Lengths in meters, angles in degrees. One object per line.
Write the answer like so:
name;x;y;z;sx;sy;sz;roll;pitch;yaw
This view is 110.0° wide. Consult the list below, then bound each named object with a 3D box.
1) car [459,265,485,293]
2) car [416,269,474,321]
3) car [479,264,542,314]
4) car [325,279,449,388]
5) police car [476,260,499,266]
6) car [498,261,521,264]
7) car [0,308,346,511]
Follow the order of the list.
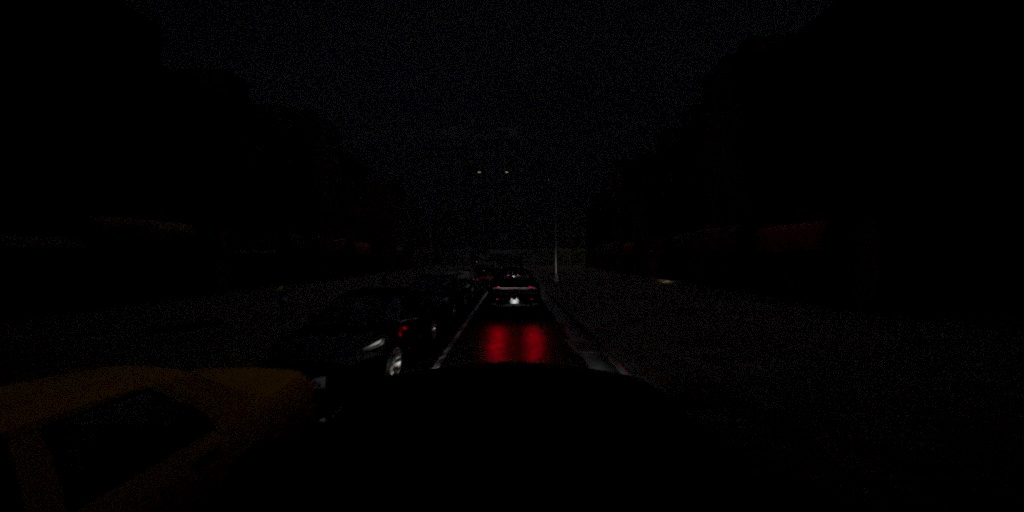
car;-2.632;1.305;17.857;2.007;1.370;4.403;0;0;0
car;-2.634;1.318;12.405;1.948;1.339;4.313;0;0;0
car;0.090;1.244;13.852;2.128;1.511;4.902;0;0;0
car;-2.636;1.317;6.953;1.948;1.339;4.313;0;0;0
police car;-2.739;1.185;37.319;1.930;1.638;5.238;0;0;0
car;0.095;1.262;29.176;1.837;1.490;4.892;0;0;0
car;-2.637;1.275;1.331;1.751;1.417;4.829;0;0;0
